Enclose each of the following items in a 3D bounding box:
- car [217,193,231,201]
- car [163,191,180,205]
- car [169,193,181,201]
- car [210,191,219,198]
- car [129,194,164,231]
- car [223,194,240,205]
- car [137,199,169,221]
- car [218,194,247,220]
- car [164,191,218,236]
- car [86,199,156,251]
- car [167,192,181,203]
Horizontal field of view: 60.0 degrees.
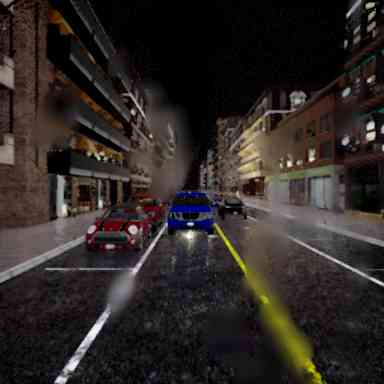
[{"bbox_3d":[5.524,0.855,58.201,1.887,1.381,4.507,0,1,0],"label":"car"},{"bbox_3d":[-2.824,0.741,46.908,2.192,1.841,5.009,0,1,0],"label":"car"},{"bbox_3d":[-2.856,0.833,58.183,1.887,1.381,4.507,0,1,0],"label":"car"},{"bbox_3d":[5.463,0.585,80.744,2.008,1.369,4.403,0,1,0],"label":"car"},{"bbox_3d":[-2.747,1.082,18.728,2.192,1.841,5.009,0,1,0],"label":"car"},{"bbox_3d":[5.555,0.971,47.100,1.752,1.417,4.829,0,1,0],"label":"car"},{"bbox_3d":[-2.764,1.281,24.368,1.802,1.307,4.206,0,1,0],"label":"car"},{"bbox_3d":[2.972,1.197,25.121,2.128,1.511,4.902,0,1,0],"label":"car"},{"bbox_3d":[-0.043,1.011,17.369,2.150,2.045,5.566,0,1,0],"label":"car"},{"bbox_3d":[-2.733,1.274,13.094,1.967,1.590,4.097,0,1,0],"label":"car"},{"bbox_3d":[-2.840,0.797,52.545,1.967,1.590,4.097,0,1,0],"label":"car"}]
